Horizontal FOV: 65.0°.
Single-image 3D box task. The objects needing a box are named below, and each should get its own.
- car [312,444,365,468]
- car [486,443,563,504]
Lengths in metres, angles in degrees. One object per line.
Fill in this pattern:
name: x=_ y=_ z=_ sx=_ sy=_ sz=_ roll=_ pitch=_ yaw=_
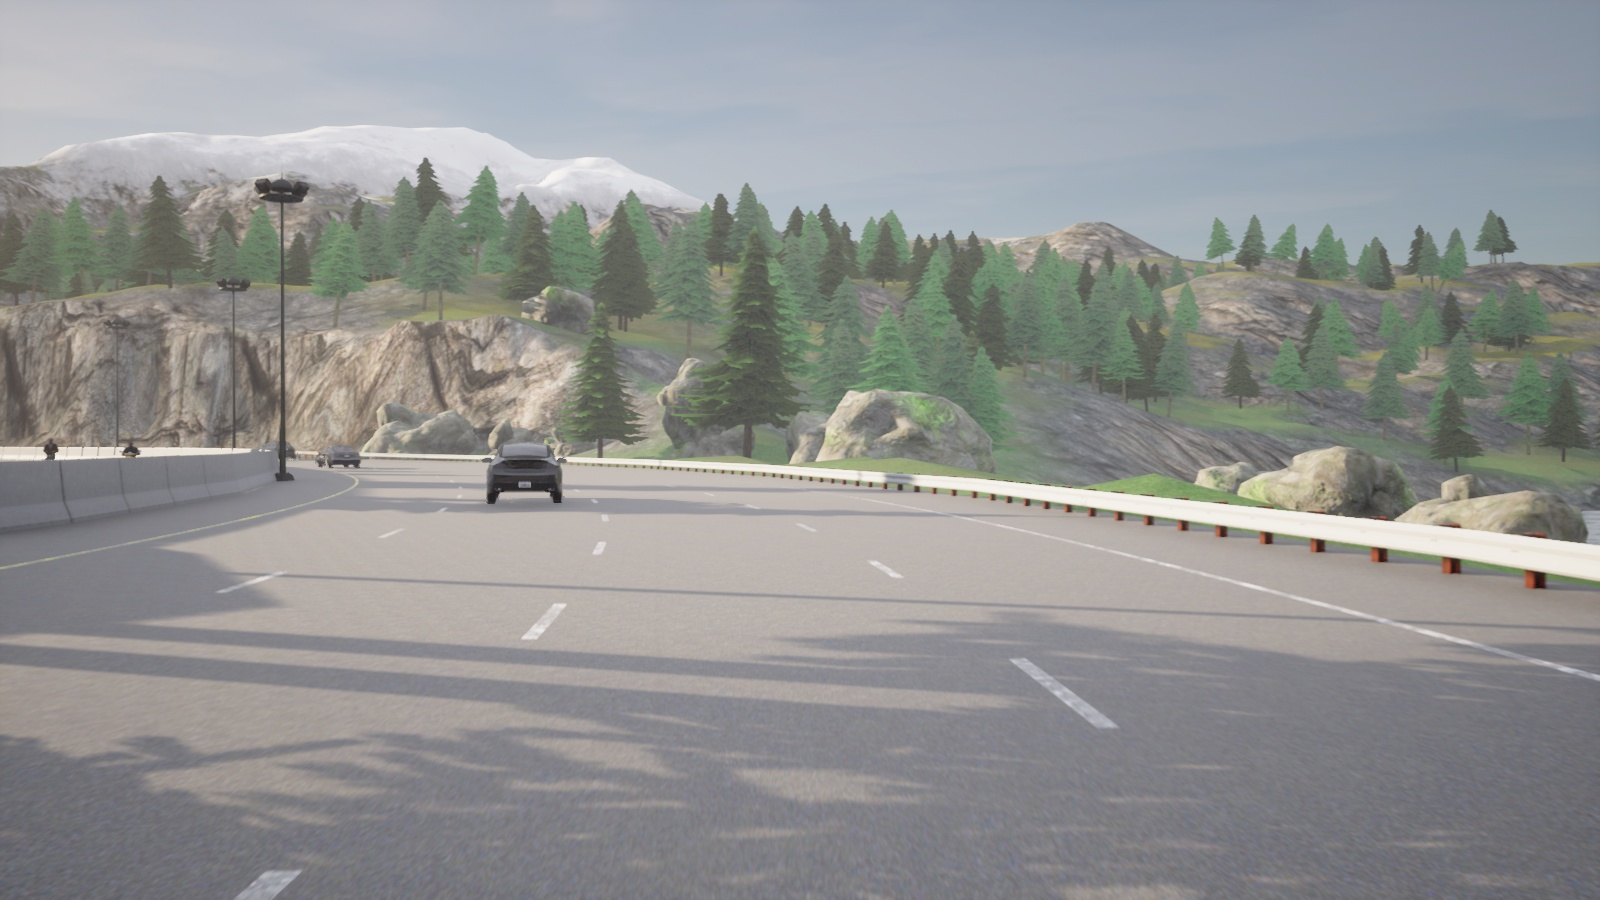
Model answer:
car: x=-28.194 y=0.349 z=76.579 sx=2.033 sy=1.411 sz=5.357 roll=0 pitch=0 yaw=-31
car: x=-7.234 y=0.562 z=32.962 sx=1.837 sy=1.490 sz=4.892 roll=0 pitch=0 yaw=-13
